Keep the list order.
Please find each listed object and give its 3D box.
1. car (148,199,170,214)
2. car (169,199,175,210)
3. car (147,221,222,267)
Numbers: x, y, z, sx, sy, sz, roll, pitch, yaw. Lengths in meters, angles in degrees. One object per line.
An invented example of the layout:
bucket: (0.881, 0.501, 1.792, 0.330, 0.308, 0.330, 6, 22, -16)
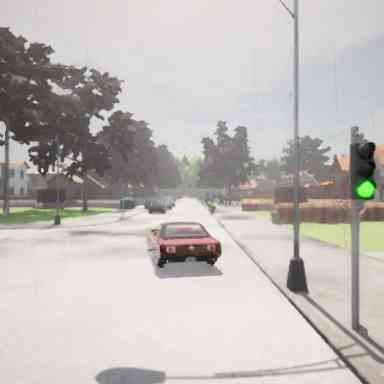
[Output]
car: (-4.040, 1.891, 39.567, 1.895, 1.301, 4.718, 0, 0, 0)
car: (-3.996, 1.927, 49.559, 1.994, 1.385, 4.181, 0, 0, 0)
car: (-0.495, 1.688, 11.811, 1.895, 1.301, 4.718, 0, 0, -12)
